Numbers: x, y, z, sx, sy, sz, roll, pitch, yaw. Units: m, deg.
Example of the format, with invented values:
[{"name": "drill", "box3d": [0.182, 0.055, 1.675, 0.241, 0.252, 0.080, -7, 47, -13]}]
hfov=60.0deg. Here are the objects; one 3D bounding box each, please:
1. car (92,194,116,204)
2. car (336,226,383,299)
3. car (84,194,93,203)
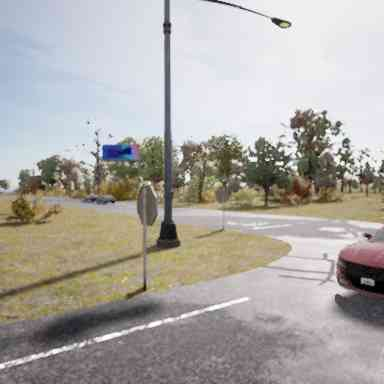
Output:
[{"name": "car", "box3d": [-13.945, 1.219, 53.849, 2.033, 1.411, 5.357, -1, 0, -33]}, {"name": "car", "box3d": [5.323, 1.366, 7.655, 5.008, 1.535, 1.882, -1, 1, -35]}, {"name": "car", "box3d": [-17.943, 1.161, 59.759, 1.837, 1.490, 4.892, -1, 0, -34]}]
